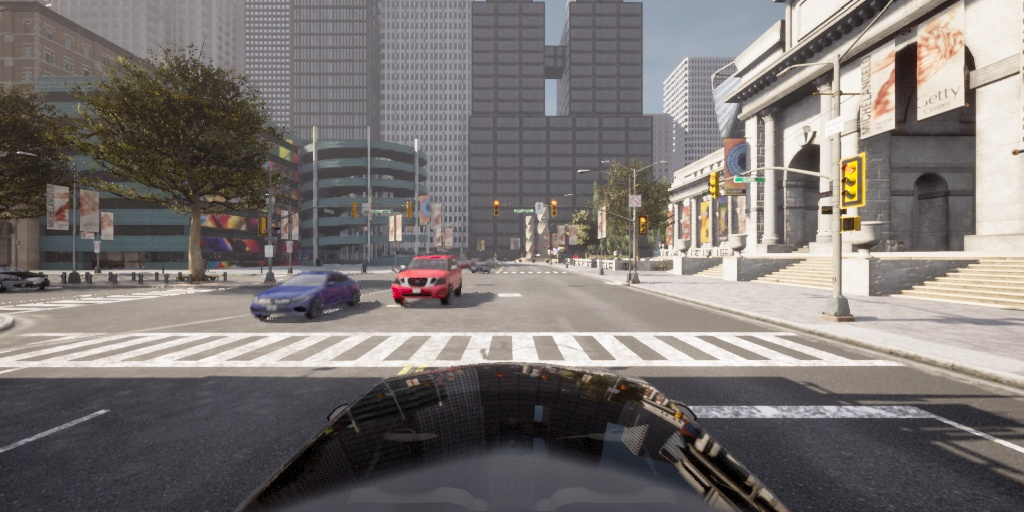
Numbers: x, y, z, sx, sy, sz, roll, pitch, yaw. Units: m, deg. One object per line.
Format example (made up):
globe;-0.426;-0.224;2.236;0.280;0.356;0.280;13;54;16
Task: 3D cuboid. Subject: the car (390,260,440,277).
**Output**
car;-9.910;1.254;37.098;1.837;1.490;4.892;2;2;35

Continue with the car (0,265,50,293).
car;-29.161;1.242;20.161;4.902;1.511;2.128;0;0;0

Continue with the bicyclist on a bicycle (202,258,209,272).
bicyclist on a bicycle;-34.155;1.051;39.630;0.582;1.620;1.656;0;0;0

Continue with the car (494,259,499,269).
car;-3.494;1.255;56.286;1.837;1.490;4.892;0;0;0

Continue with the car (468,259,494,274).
car;-3.521;1.314;40.951;1.994;1.385;4.181;0;0;0

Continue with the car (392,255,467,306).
car;-3.571;0.971;16.211;2.150;2.045;5.566;0;0;0

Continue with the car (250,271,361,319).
car;-7.076;1.276;12.896;1.812;1.442;4.674;0;0;0

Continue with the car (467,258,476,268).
car;-6.994;1.350;54.364;1.895;1.301;4.718;0;0;0
